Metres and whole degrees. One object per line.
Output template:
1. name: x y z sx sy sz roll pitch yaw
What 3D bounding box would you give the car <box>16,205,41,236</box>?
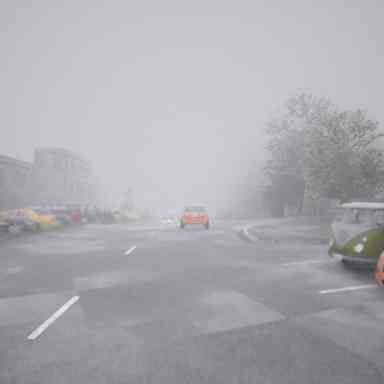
1. car: -11.373 1.701 18.541 4.892 1.521 2.231 0 -2 -20

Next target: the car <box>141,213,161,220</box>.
1. car: -10.584 6.226 85.807 4.553 1.767 2.185 1 -5 -19

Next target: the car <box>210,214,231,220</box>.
1. car: 7.288 6.368 85.550 4.792 1.488 2.163 2 -5 -19

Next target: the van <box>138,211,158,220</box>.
1. van: -10.529 5.670 80.015 4.442 1.987 1.878 1 -5 -19

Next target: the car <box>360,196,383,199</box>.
1. car: 20.019 1.417 34.730 5.566 2.045 2.150 -2 -3 -14

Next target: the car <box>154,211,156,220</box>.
1. car: -10.729 5.090 71.198 4.553 1.767 2.185 1 -4 -19

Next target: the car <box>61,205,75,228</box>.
1. car: -11.337 1.922 24.386 4.892 1.521 2.231 0 -3 -20

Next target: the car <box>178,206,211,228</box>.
1. car: 0.210 1.898 26.650 2.097 1.767 4.553 0 -3 0

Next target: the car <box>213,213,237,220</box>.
1. car: 7.050 5.238 70.866 4.674 1.452 2.002 2 -5 -19

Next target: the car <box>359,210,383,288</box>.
1. car: 6.438 1.398 7.415 4.553 1.767 2.185 1 0 -20

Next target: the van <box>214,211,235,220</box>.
1. van: 7.207 5.203 73.859 4.442 1.987 1.878 2 -5 -19

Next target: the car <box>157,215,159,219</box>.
1. car: -10.668 5.666 77.030 5.008 1.535 2.097 1 -4 -19

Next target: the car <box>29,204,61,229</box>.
1. car: -11.522 1.797 21.396 5.366 1.575 1.946 0 -2 -20

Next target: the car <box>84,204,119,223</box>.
1. car: -11.206 2.351 36.107 5.566 2.045 2.435 1 -4 -19

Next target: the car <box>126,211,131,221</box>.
1. car: -11.152 3.277 44.846 4.792 1.488 2.163 1 -4 -19

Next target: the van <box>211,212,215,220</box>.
1. van: 6.908 4.745 67.904 4.442 1.987 1.878 2 -4 -19

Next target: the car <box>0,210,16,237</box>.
1. car: -11.389 1.620 15.615 5.008 1.535 2.097 0 -1 -20

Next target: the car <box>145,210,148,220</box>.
1. car: -10.914 4.332 59.482 4.892 1.521 2.231 1 -4 -19

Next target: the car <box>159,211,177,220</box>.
1. car: -4.485 4.595 62.859 2.128 1.511 4.902 0 -4 1

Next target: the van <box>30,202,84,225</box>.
1. van: -11.420 1.834 27.277 4.442 1.987 1.878 0 -2 -20

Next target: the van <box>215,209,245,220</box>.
1. van: 6.741 3.863 56.162 4.442 1.987 1.878 2 -4 -19

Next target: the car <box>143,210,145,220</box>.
1. car: -10.930 4.143 56.561 4.792 1.488 2.163 1 -5 -19

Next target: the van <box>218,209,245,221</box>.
1. van: 7.000 4.091 59.183 4.442 1.987 1.878 2 -5 -19

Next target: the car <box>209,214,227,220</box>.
1. car: 7.410 7.064 94.357 4.792 1.488 2.163 2 -5 -19

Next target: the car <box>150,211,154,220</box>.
1. car: -10.868 4.520 65.339 5.566 2.045 2.435 1 -4 -19

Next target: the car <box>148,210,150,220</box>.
1. car: -10.915 4.424 62.415 4.553 1.767 2.185 1 -5 -19

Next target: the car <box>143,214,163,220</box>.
1. car: -10.517 6.583 88.728 4.892 1.521 2.231 1 -5 -19

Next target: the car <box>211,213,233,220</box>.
1. car: 7.170 5.878 79.672 4.892 1.521 2.231 2 -5 -19

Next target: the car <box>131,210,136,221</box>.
1. car: -11.262 3.459 47.725 5.366 1.575 1.946 1 -4 -19

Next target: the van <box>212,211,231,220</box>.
1. van: 7.328 5.887 82.668 4.442 1.987 1.878 2 -5 -19

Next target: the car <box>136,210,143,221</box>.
1. car: -11.179 3.891 53.570 5.366 1.575 1.946 1 -4 -19

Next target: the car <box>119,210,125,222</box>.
1. car: -11.022 2.814 39.070 5.366 1.575 1.946 1 -5 -19

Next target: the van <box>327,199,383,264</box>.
1. van: 6.303 1.320 10.359 4.442 1.987 1.878 1 -1 -20

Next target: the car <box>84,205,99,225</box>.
1. car: -11.275 2.220 30.223 4.892 1.521 2.231 0 -3 -20

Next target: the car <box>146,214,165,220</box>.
1. car: -10.438 7.046 94.581 4.892 1.521 2.231 1 -5 -19

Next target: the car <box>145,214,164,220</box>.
1. car: -10.441 6.843 91.662 4.792 1.488 2.163 1 -5 -19
